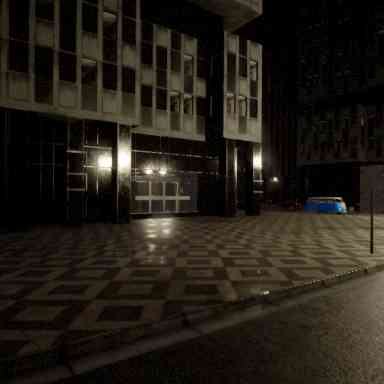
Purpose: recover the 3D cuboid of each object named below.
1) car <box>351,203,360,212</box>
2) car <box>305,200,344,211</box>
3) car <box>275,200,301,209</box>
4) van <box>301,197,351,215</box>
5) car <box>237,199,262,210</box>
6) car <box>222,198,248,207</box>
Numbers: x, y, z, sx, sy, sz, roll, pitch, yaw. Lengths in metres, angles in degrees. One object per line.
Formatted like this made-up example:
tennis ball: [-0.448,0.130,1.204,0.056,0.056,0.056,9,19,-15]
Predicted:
car: [20.615,1.726,39.102,1.947,1.339,4.313,0,0,-36]
car: [17.329,1.750,43.697,2.008,1.369,4.403,0,0,-36]
car: [14.042,1.820,48.291,1.802,1.307,4.206,0,0,-36]
van: [13.687,1.426,34.137,1.690,1.788,3.998,0,0,-36]
car: [7.114,1.708,43.324,1.887,1.381,4.507,0,0,-36]
car: [7.370,1.841,57.617,1.752,1.417,4.829,0,0,-36]
